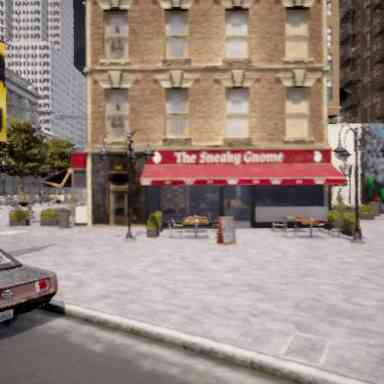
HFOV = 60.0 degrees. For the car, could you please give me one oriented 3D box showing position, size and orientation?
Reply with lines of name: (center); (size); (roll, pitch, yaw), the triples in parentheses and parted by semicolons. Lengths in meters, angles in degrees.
car: (-4.770, 1.606, 6.172); (4.718, 1.301, 1.895); (0, 0, 30)
